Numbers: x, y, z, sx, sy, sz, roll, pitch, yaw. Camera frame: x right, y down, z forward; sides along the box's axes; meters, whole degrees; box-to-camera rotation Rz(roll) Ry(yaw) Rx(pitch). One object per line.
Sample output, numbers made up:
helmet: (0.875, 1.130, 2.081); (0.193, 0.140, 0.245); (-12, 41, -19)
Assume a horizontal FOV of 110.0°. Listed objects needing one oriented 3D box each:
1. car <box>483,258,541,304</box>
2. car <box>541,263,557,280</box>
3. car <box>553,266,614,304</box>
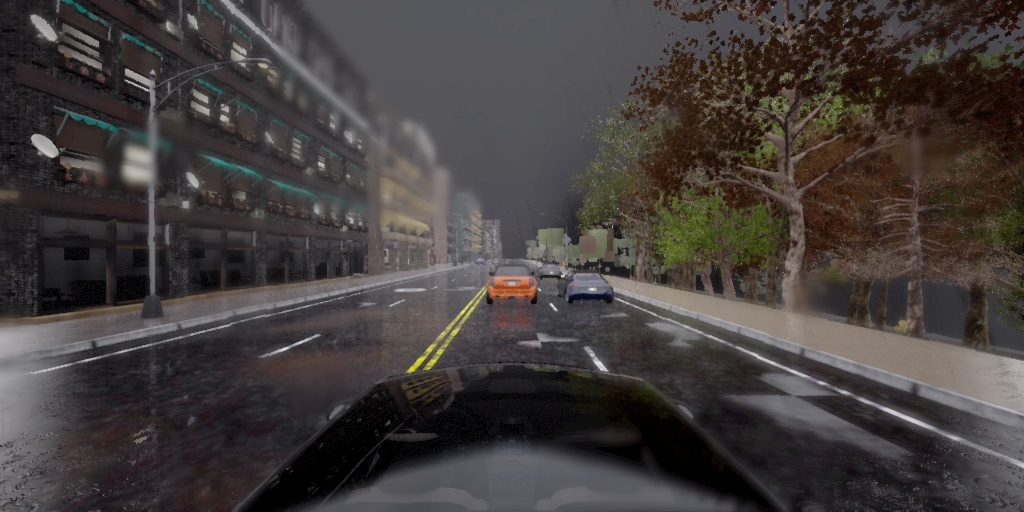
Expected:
car: (0.000, 1.119, 16.470); (2.097, 1.767, 4.553); (0, 0, 0)
car: (3.250, 1.330, 31.500); (1.994, 1.385, 4.181); (0, 0, 0)
car: (3.250, 1.325, 16.500); (1.994, 1.385, 4.181); (0, 0, 0)
